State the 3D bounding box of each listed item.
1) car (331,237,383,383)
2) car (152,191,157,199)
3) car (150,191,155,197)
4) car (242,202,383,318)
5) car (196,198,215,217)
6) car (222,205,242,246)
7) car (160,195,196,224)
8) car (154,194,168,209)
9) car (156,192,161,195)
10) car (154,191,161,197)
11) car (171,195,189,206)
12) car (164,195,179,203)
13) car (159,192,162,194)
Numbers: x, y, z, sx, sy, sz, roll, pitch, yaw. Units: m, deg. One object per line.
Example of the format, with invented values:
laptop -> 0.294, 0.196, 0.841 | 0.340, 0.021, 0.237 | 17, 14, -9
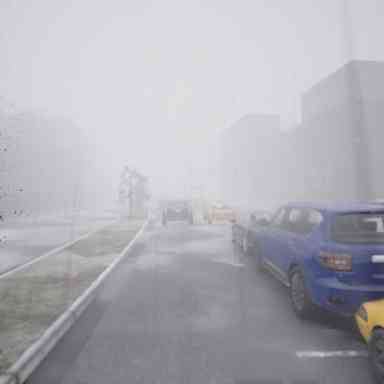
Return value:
car -> 3.049, 1.477, 2.173 | 1.946, 1.575, 5.366 | 0, 0, 0
car -> -8.178, 1.170, 84.423 | 2.163, 1.488, 4.792 | 0, 0, -11
car -> -9.226, 0.845, 89.865 | 2.435, 2.045, 5.566 | 0, 0, -11
car -> 2.921, 1.227, 7.582 | 2.435, 2.045, 5.566 | 0, 0, -1
car -> 0.718, 1.405, 35.376 | 1.946, 1.575, 5.366 | 0, 0, -7
car -> 2.714, 1.472, 13.126 | 2.231, 1.521, 4.892 | 0, 0, -2
car -> -1.133, 1.307, 24.333 | 2.097, 1.767, 4.553 | 0, 0, -5
car -> -3.295, 1.384, 42.111 | 2.128, 1.511, 4.902 | 0, 0, -9
car -> -6.076, 1.248, 73.529 | 2.163, 1.488, 4.792 | 0, 0, -11
car -> -7.120, 1.221, 78.945 | 2.002, 1.452, 4.674 | 0, 0, -11
car -> -1.885, 1.345, 51.809 | 2.097, 1.535, 5.008 | 0, 0, -10
car -> -3.967, 1.288, 62.603 | 2.231, 1.521, 4.892 | 0, 0, -11
car -> -5.019, 1.295, 68.053 | 2.002, 1.452, 4.674 | 0, 0, -11
